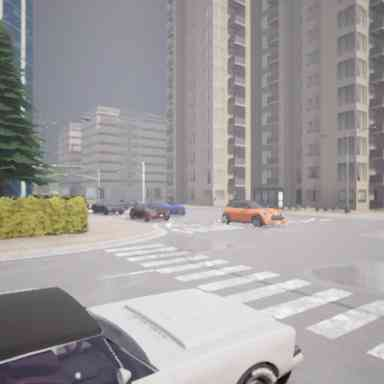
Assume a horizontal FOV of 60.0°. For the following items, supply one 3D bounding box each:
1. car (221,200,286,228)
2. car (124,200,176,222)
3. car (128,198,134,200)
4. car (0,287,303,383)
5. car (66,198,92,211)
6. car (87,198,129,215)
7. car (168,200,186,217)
[{"bbox_3d":[4.054,1.369,22.448,2.097,1.767,4.553,0,-1,-35],"label":"car"},{"bbox_3d":[-3.492,1.610,27.040,1.994,1.385,4.181,0,0,-35],"label":"car"},{"bbox_3d":[-9.475,1.550,41.551,1.837,1.490,4.892,0,0,-35],"label":"car"},{"bbox_3d":[-1.165,1.600,2.916,4.718,1.301,1.895,0,0,-35],"label":"car"},{"bbox_3d":[-14.599,1.551,42.756,1.837,1.490,4.892,0,0,-35],"label":"car"},{"bbox_3d":[-8.838,1.594,34.579,2.033,1.411,5.357,0,0,-35],"label":"car"},{"bbox_3d":[-2.496,1.521,31.685,1.882,1.535,5.008,0,0,-35],"label":"car"}]
